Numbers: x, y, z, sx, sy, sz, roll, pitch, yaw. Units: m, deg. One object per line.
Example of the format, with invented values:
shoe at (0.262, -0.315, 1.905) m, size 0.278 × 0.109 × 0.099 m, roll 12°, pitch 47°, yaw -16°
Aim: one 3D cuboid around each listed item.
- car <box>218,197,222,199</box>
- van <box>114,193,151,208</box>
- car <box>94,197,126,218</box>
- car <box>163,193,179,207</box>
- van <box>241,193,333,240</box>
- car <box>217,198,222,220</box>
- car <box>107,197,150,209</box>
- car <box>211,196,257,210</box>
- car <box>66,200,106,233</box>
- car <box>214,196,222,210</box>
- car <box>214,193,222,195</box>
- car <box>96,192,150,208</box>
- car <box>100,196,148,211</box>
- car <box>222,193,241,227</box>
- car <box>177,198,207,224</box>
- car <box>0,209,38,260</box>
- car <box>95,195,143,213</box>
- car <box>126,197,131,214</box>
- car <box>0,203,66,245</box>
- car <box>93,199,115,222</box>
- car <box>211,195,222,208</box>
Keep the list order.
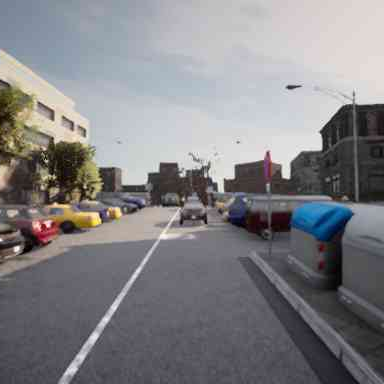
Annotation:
car at (4.683, 1.380, 26.835) m, size 4.674 × 1.452 × 2.002 m, roll 0°, pitch 0°, yaw 0°
van at (-7.757, 1.096, 43.429) m, size 4.442 × 1.987 × 1.878 m, roll 0°, pitch 0°, yaw 0°
car at (-7.830, 1.353, 23.899) m, size 5.366 × 1.575 × 1.946 m, roll 0°, pitch 0°, yaw 0°
car at (-3.015, 1.172, 48.621) m, size 2.150 × 2.045 × 5.566 m, roll 0°, pitch -2°, yaw 1°
van at (4.800, 1.171, 15.794) m, size 4.442 × 1.987 × 1.878 m, roll 0°, pitch 0°, yaw 0°
car at (4.500, 1.366, 21.252) m, size 5.366 × 1.575 × 1.946 m, roll 0°, pitch 0°, yaw 0°
car at (-7.670, 1.323, 40.640) m, size 4.792 × 1.488 × 2.163 m, roll 0°, pitch 0°, yaw 0°
car at (4.694, 1.286, 38.124) m, size 5.008 × 1.535 × 2.097 m, roll 0°, pitch 0°, yaw 0°
car at (-7.831, 1.382, 18.312) m, size 5.366 × 1.575 × 1.946 m, roll 0°, pitch 0°, yaw 0°
car at (4.658, 1.355, 29.624) m, size 4.792 × 1.488 × 2.163 m, roll 0°, pitch 0°, yaw 0°
car at (4.657, 1.170, 35.334) m, size 4.553 × 1.767 × 2.185 m, roll 0°, pitch 0°, yaw 0°
car at (-7.613, 1.047, 35.072) m, size 5.566 × 2.045 × 2.435 m, roll 0°, pitch 0°, yaw 0°
car at (-7.640, 1.287, 37.808) m, size 5.008 × 1.535 × 2.097 m, roll 0°, pitch 0°, yaw 0°
car at (4.713, 1.132, 18.585) m, size 5.566 × 2.045 × 2.435 m, roll 0°, pitch 0°, yaw 0°
car at (0.104, 1.404, 23.327) m, size 1.812 × 1.442 × 4.674 m, roll 0°, pitch 0°, yaw 0°
car at (-7.642, 1.429, 9.932) m, size 4.892 × 1.521 × 2.231 m, roll 0°, pitch 0°, yaw 0°
car at (-7.613, 1.342, 32.280) m, size 4.792 × 1.488 × 2.163 m, roll 0°, pitch 0°, yaw 0°
car at (-7.673, 1.371, 26.693) m, size 4.792 × 1.488 × 2.163 m, roll 0°, pitch 0°, yaw 0°
car at (-7.615, 1.288, 12.723) m, size 4.553 × 1.767 × 2.185 m, roll 0°, pitch 0°, yaw 0°
car at (-7.674, 1.400, 21.105) m, size 4.792 × 1.488 × 2.163 m, roll 0°, pitch 0°, yaw 0°
car at (4.873, 1.308, 32.416) m, size 5.366 × 1.575 × 1.946 m, roll 0°, pitch 0°, yaw 0°
